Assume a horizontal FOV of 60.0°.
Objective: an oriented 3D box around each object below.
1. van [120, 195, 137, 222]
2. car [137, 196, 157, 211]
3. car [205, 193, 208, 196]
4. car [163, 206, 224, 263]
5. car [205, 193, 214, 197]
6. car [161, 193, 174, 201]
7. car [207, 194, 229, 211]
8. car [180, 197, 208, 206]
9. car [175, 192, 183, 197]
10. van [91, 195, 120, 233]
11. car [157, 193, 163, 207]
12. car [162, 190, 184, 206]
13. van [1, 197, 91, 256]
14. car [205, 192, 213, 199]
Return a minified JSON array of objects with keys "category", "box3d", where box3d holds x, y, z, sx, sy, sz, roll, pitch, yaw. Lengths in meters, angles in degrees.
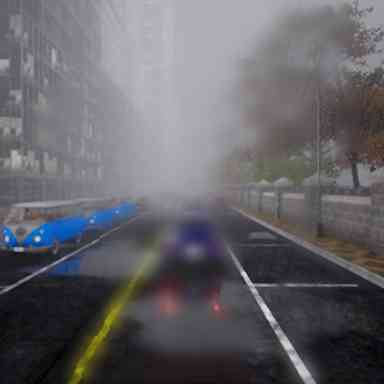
[{"category":"van","box3d":[-5.260,1.123,23.574,1.690,1.788,3.998,0,1,0]},{"category":"car","box3d":[-5.135,1.245,34.830,1.947,1.339,4.313,0,1,1]},{"category":"car","box3d":[3.078,1.142,46.286,1.947,1.339,4.313,0,1,1]},{"category":"car","box3d":[0.069,1.419,11.405,1.812,1.442,4.674,0,1,1]},{"category":"car","box3d":[2.977,1.193,40.637,1.947,1.339,4.313,0,1,1]},{"category":"car","box3d":[-4.556,0.977,62.980,2.008,1.369,4.403,0,1,1]},{"category":"car","box3d":[2.893,1.223,34.991,1.887,1.381,4.507,0,1,1]},{"category":"car","box3d":[0.198,1.332,29.099,1.895,1.301,4.718,0,1,1]},{"category":"car","box3d":[-3.589,0.720,91.100,1.887,1.381,4.507,0,1,2]},{"category":"van","box3d":[-5.296,1.174,17.945,1.690,1.788,3.998,0,1,0]},{"category":"car","box3d":[-5.052,1.179,40.465,2.008,1.369,4.403,0,1,1]},{"category":"car","box3d":[-2.472,0.933,45.638,2.097,1.767,4.553,0,1,1]},{"category":"van","box3d":[-5.319,1.226,12.310,1.690,1.788,3.998,0,1,0]},{"category":"car","box3d":[3.996,0.794,78.425,1.837,1.490,4.892,0,1,2]}]
